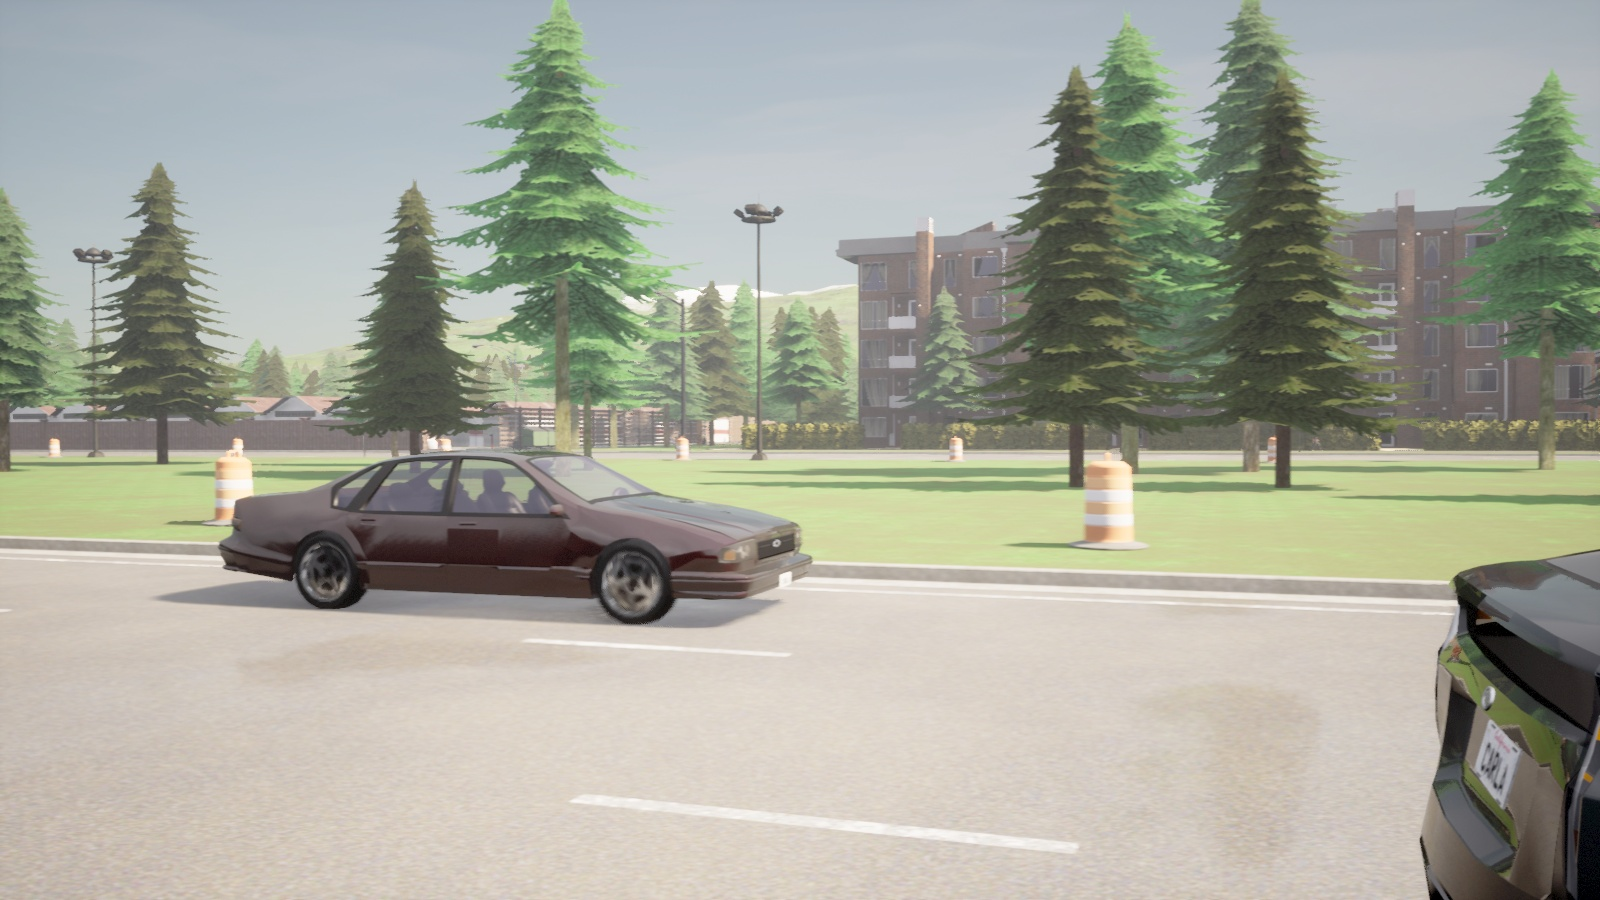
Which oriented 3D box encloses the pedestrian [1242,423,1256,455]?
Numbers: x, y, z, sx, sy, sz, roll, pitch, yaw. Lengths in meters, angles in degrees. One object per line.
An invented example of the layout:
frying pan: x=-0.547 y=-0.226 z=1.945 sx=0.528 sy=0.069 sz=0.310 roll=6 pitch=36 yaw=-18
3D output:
pedestrian: x=27.768 y=-0.685 z=77.707 sx=0.788 sy=1.949 sz=0.423 roll=1 pitch=1 yaw=19

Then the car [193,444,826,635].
car: x=-2.622 y=0.680 z=11.461 sx=5.357 sy=1.411 sz=2.033 roll=1 pitch=1 yaw=19

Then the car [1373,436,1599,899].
car: x=3.505 y=0.754 z=2.013 sx=4.514 sy=1.525 sz=2.007 roll=1 pitch=1 yaw=19
